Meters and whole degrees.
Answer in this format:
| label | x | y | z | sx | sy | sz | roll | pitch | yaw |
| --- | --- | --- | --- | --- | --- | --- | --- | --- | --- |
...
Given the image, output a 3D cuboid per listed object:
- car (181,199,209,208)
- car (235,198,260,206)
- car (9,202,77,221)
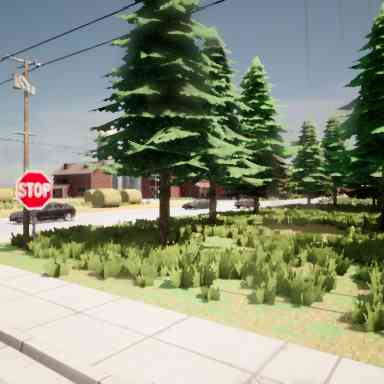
| label | x | y | z | sx | sy | sz | roll | pitch | yaw |
| --- | --- | --- | --- | --- | --- | --- | --- | --- | --- |
| car | 0.817 | 1.582 | 42.647 | 2.033 | 1.411 | 5.357 | 0 | 0 | 34 |
| car | 7.800 | 1.582 | 46.621 | 2.033 | 1.411 | 5.357 | 0 | 0 | 34 |
| car | -10.993 | 1.536 | 24.799 | 1.837 | 1.490 | 4.892 | 0 | 1 | 33 |
